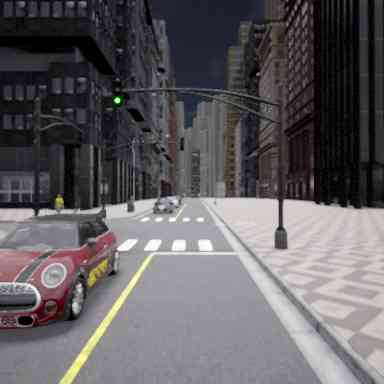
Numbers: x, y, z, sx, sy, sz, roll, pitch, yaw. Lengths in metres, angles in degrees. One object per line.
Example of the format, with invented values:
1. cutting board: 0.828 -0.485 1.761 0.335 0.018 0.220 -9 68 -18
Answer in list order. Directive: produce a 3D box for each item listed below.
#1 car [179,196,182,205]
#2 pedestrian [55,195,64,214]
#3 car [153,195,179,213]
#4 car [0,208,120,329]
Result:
1. car: -2.739 1.357 43.810 1.812 1.442 4.674 0 0 1
2. pedestrian: -9.815 1.095 24.608 0.375 1.860 0.375 0 -1 1
3. car: -2.831 1.346 33.985 2.128 1.511 4.902 0 0 1
4. car: -3.001 1.317 7.173 2.097 1.767 4.553 0 0 0
